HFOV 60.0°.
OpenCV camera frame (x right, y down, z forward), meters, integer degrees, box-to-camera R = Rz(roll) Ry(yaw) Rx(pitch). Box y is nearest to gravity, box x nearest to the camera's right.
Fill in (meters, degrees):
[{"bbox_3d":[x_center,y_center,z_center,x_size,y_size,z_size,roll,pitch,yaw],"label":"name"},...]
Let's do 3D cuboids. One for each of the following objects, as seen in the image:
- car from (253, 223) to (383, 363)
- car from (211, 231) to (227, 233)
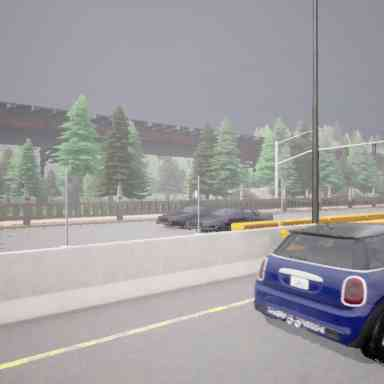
[{"bbox_3d":[3.302,1.351,6.114,4.553,1.767,2.097,0,0,-36],"label":"car"},{"bbox_3d":[2.236,1.548,18.419,5.357,1.411,2.033,0,0,-35],"label":"car"}]
